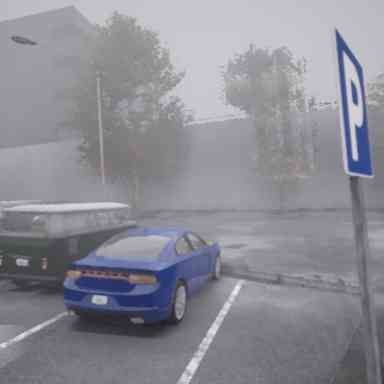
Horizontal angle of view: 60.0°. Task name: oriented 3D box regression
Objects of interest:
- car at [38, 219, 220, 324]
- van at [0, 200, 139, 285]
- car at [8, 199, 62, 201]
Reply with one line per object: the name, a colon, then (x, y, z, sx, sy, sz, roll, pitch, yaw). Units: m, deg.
car: (-0.682, 1.513, 7.395, 2.097, 1.535, 5.008, 0, -1, 17)
van: (-3.049, 1.298, 9.309, 1.878, 1.987, 4.442, 0, -1, 17)
car: (-5.486, 1.279, 10.962, 2.435, 2.045, 5.566, 0, -1, 17)
